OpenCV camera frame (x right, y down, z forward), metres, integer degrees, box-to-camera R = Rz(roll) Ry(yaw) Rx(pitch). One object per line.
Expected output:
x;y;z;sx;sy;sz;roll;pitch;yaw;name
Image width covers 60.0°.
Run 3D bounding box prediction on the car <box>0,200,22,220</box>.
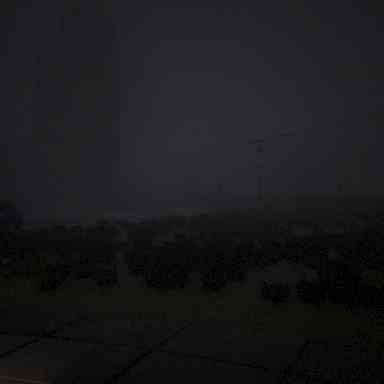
-12.271;1.335;21.017;2.242;1.667;4.611;-1;1;-37;car
